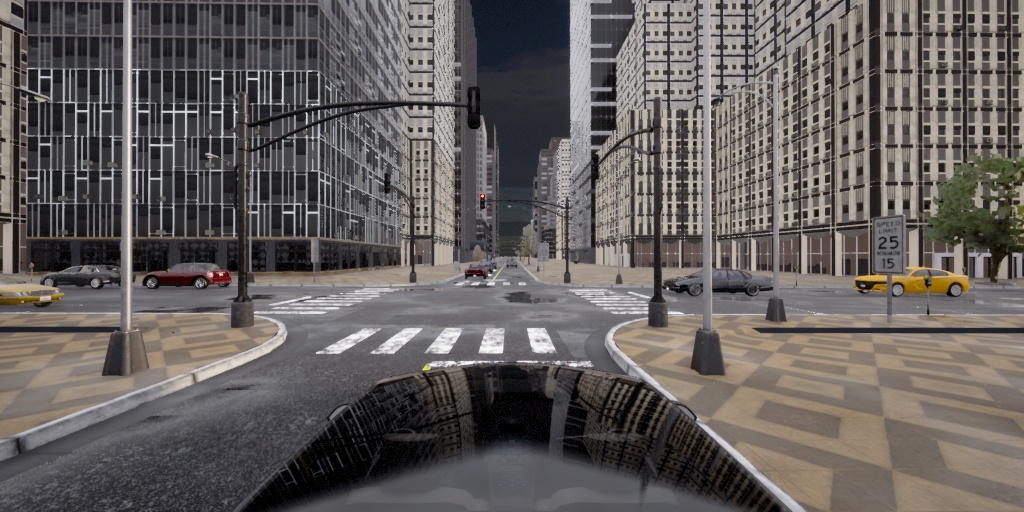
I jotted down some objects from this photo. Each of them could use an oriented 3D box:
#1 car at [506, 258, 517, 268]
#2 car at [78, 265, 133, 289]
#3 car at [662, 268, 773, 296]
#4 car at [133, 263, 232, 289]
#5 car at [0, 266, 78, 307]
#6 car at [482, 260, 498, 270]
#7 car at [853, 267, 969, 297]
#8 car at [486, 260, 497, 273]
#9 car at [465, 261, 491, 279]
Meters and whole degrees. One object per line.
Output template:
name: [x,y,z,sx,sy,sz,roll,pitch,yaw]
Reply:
car: [-0.027,1.292,62.314,2.033,1.411,5.357,0,0,0]
car: [-24.927,1.189,21.139,4.403,1.370,2.007,0,0,-1]
car: [10.933,1.362,19.107,5.357,1.411,2.033,0,0,-1]
car: [-19.251,1.112,21.273,4.097,1.591,1.967,0,0,-1]
car: [-18.922,1.165,12.639,4.829,1.417,1.751,0,0,-1]
car: [-3.201,1.294,53.505,2.033,1.411,5.357,0,0,0]
car: [21.346,1.339,19.304,5.008,1.535,1.882,0,0,-1]
car: [-3.185,1.295,43.056,2.033,1.411,5.357,0,0,0]
car: [-3.154,1.350,32.375,1.895,1.301,4.718,0,0,-1]
